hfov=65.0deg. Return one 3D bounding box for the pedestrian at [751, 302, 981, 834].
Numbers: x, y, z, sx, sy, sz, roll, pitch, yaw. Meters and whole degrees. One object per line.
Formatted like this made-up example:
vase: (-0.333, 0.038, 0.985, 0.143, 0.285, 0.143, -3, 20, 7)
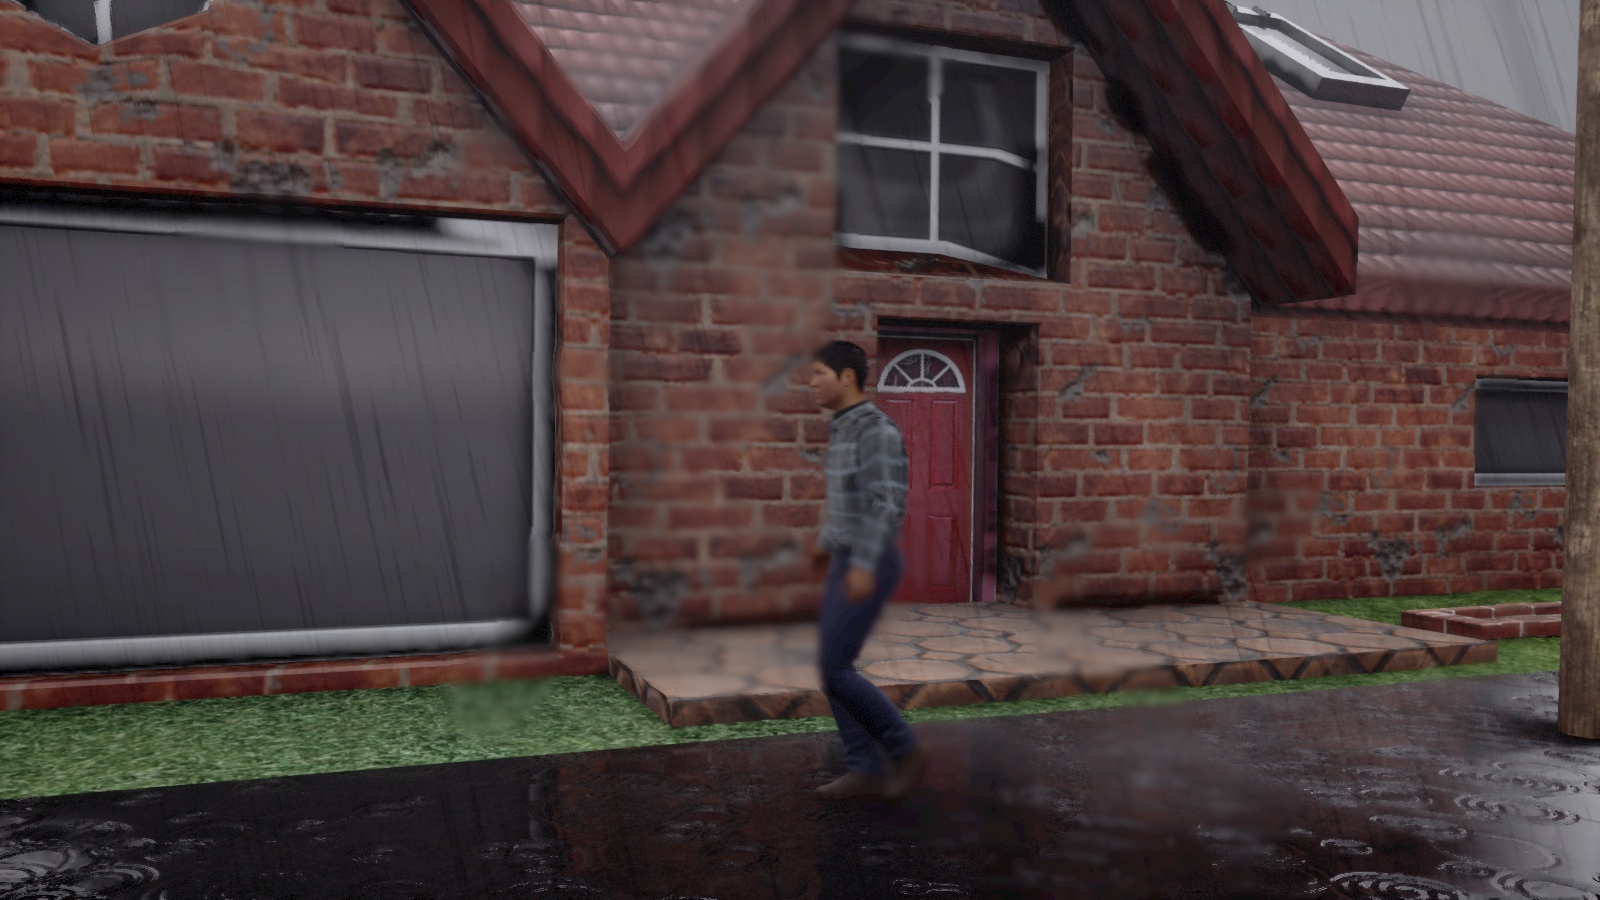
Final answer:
pedestrian: (0.246, 0.425, 4.888, 0.788, 1.949, 0.423, -1, 1, -13)
